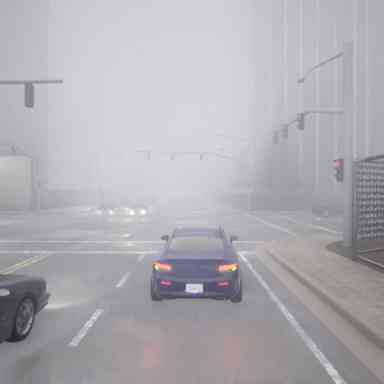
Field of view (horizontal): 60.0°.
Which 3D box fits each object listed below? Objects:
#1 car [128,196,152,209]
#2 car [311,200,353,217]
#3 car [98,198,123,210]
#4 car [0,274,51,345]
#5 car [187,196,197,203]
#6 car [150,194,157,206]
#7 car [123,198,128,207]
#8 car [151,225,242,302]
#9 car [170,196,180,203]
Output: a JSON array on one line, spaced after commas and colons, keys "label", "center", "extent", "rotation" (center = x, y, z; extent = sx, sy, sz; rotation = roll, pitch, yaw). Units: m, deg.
[{"label": "car", "center": [-7.083, 1.596, 45.463], "extent": [1.895, 1.301, 4.718], "rotation": [0, 0, 0]}, {"label": "car", "center": [13.277, 1.419, 29.702], "extent": [5.008, 1.535, 1.882], "rotation": [0, 0, 0]}, {"label": "car", "center": [-10.585, 1.521, 42.655], "extent": [1.812, 1.442, 4.674], "rotation": [0, 0, 0]}, {"label": "car", "center": [-3.442, 1.547, 3.425], "extent": [2.033, 1.411, 5.357], "rotation": [0, 0, 1]}, {"label": "car", "center": [0.023, 1.540, 66.875], "extent": [2.033, 1.411, 5.357], "rotation": [0, 0, 0]}, {"label": "car", "center": [-7.067, 1.485, 54.792], "extent": [2.128, 1.511, 4.902], "rotation": [0, 0, 0]}, {"label": "car", "center": [-10.574, 1.595, 52.044], "extent": [1.895, 1.301, 4.718], "rotation": [0, 0, 0]}, {"label": "car", "center": [0.160, 1.525, 8.144], "extent": [1.812, 1.442, 4.674], "rotation": [0, 0, 3]}, {"label": "car", "center": [-3.477, 1.540, 66.876], "extent": [2.033, 1.411, 5.357], "rotation": [0, 0, 0]}]
